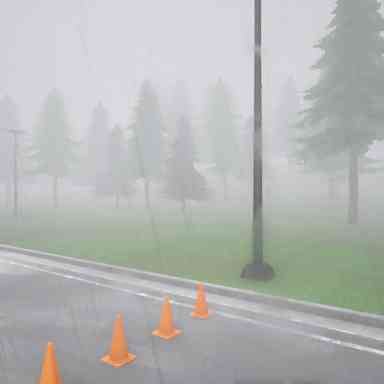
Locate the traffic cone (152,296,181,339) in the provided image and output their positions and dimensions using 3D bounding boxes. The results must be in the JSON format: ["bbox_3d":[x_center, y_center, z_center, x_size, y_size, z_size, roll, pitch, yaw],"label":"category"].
[{"bbox_3d":[-0.407,1.955,5.291,0.340,0.580,0.340,0,0,35],"label":"traffic cone"}]

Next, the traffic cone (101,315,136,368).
[{"bbox_3d":[-0.984,1.955,4.474,0.340,0.580,0.340,0,0,35],"label":"traffic cone"}]

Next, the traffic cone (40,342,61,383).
[{"bbox_3d":[-1.561,1.955,3.658,0.340,0.580,0.340,0,0,35],"label":"traffic cone"}]

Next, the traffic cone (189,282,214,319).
[{"bbox_3d":[0.170,1.955,6.108,0.340,0.580,0.340,0,0,35],"label":"traffic cone"}]
